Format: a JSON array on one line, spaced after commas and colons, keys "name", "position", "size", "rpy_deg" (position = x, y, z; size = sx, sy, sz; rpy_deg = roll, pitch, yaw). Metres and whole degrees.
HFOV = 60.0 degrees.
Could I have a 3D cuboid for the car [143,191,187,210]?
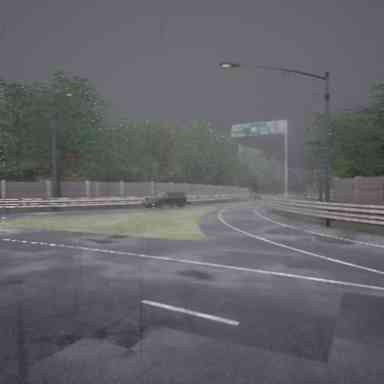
[{"name": "car", "position": [-3.011, 0.878, 38.260], "size": [5.566, 2.045, 2.150], "rpy_deg": [0, 0, -45]}]
